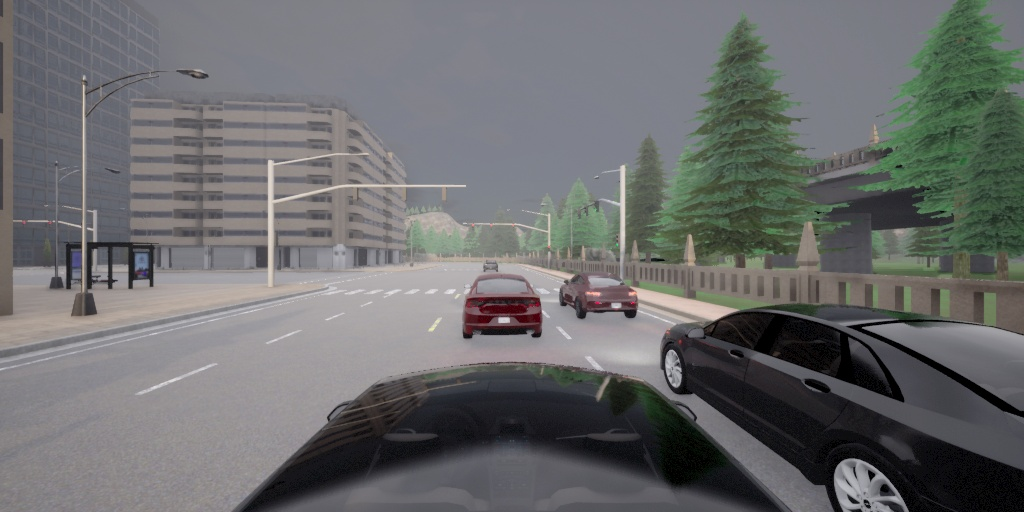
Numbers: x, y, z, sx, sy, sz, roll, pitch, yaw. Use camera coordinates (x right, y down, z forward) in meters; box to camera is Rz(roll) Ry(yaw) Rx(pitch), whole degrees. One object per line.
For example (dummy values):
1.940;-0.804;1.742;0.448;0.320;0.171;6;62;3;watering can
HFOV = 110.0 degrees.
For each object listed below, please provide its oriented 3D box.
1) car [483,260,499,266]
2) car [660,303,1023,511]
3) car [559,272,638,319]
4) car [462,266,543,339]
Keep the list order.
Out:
-2.720;1.242;45.921;2.128;1.511;4.902;0;0;-4;car
3.257;1.255;3.763;1.837;1.490;4.892;0;0;0;car
2.920;1.276;12.753;1.812;1.442;4.674;0;0;-3;car
-0.342;1.228;10.178;1.882;1.535;5.008;0;0;-4;car
